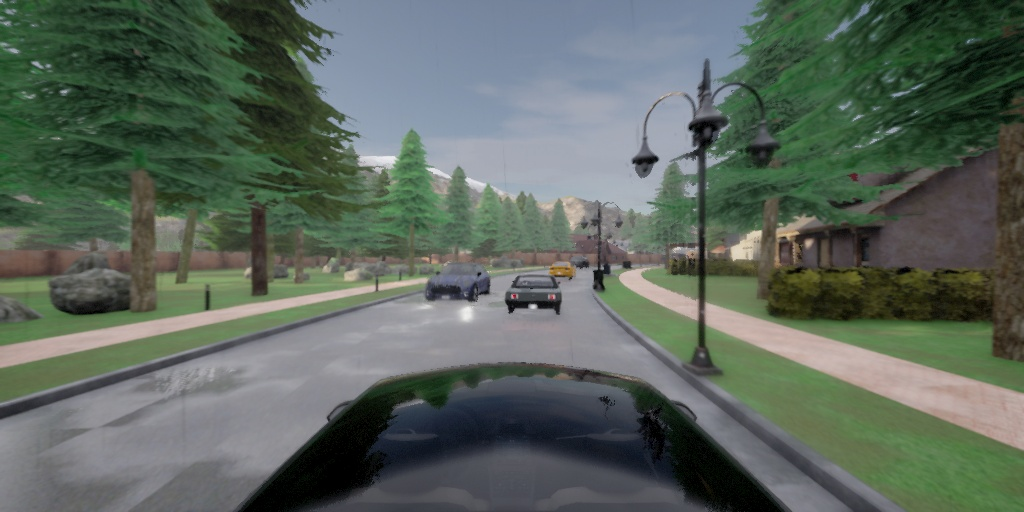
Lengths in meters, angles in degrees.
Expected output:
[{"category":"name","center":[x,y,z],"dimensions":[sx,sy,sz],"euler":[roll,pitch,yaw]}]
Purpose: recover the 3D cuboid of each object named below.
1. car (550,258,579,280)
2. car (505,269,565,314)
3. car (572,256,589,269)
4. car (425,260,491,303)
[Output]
[{"category":"car","center":[4.516,1.230,31.551],"dimensions":[1.882,1.535,5.008],"euler":[0,0,16]},{"category":"car","center":[0.943,1.349,13.839],"dimensions":[1.895,1.301,4.718],"euler":[0,0,7]},{"category":"car","center":[10.289,0.983,55.663],"dimensions":[2.150,2.045,5.566],"euler":[0,0,28]},{"category":"car","center":[-2.358,1.087,16.683],"dimensions":[2.097,1.767,4.553],"euler":[0,0,8]}]
